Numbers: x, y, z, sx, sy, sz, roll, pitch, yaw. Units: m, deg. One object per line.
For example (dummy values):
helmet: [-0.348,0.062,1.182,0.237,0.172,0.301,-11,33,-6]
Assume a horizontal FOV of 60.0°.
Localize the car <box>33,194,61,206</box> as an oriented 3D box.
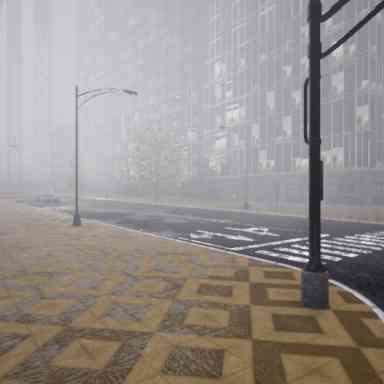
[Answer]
car: [-16.475,0.868,37.770,1.895,1.301,4.718,0,1,-38]
